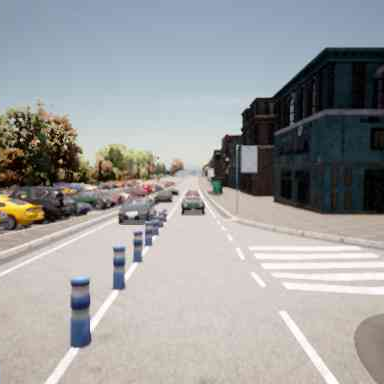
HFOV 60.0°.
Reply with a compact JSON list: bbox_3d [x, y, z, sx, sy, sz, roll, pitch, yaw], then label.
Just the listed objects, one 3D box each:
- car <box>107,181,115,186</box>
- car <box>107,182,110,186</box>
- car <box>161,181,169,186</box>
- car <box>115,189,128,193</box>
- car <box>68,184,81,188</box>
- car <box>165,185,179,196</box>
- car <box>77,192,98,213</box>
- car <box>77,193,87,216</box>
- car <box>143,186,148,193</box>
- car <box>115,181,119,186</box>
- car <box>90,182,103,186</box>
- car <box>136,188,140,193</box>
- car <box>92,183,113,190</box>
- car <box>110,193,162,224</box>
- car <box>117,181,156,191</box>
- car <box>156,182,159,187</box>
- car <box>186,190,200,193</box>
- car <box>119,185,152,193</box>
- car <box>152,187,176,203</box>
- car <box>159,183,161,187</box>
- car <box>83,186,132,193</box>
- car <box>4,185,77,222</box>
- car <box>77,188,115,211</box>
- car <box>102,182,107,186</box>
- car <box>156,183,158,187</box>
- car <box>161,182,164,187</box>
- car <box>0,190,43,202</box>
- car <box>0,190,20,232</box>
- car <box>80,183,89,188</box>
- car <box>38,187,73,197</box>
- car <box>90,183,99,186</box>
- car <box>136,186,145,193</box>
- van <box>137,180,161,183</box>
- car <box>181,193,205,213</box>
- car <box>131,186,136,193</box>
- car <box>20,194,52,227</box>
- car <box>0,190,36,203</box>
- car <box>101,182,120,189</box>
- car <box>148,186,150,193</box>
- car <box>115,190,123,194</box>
[{"bbox_3d":[-22.472,-1.452,80.573,5.566,2.045,2.435,0,3,1],"label":"car"},{"bbox_3d":[-22.553,-1.037,77.803,4.792,1.488,2.163,0,3,1],"label":"car"},{"bbox_3d":[-9.210,-1.334,83.274,5.366,1.575,1.946,0,3,1],"label":"car"},{"bbox_3d":[-9.847,0.765,35.984,4.792,1.488,2.163,0,2,1],"label":"car"},{"bbox_3d":[-22.884,-0.134,58.333,5.366,1.575,1.946,0,3,1],"label":"car"},{"bbox_3d":[-3.276,-0.089,59.079,1.895,1.301,4.718,0,3,1],"label":"car"},{"bbox_3d":[-9.888,0.995,24.829,4.792,1.488,2.163,0,1,1],"label":"car"},{"bbox_3d":[-9.936,0.998,22.050,4.892,1.521,2.231,0,1,1],"label":"car"},{"bbox_3d":[-9.689,0.256,49.908,5.008,1.535,2.097,0,2,1],"label":"car"},{"bbox_3d":[-22.420,-1.609,88.929,5.008,1.535,2.097,0,3,1],"label":"car"},{"bbox_3d":[-22.580,-0.798,72.240,5.008,1.535,2.097,0,3,1],"label":"car"},{"bbox_3d":[-9.746,0.513,44.336,4.674,1.452,2.002,0,2,1],"label":"car"},{"bbox_3d":[-22.444,-1.462,83.360,4.553,1.767,2.185,0,3,1],"label":"car"},{"bbox_3d":[-3.357,1.055,20.927,2.128,1.511,4.902,0,1,0],"label":"car"},{"bbox_3d":[-9.647,-0.377,58.243,5.566,2.045,2.435,0,3,1],"label":"car"},{"bbox_3d":[-9.514,-0.645,66.464,4.553,1.767,2.185,0,3,1],"label":"car"},{"bbox_3d":[0.087,0.444,45.510,1.994,1.385,4.181,0,2,0],"label":"car"},{"bbox_3d":[-9.641,0.047,55.477,4.674,1.452,2.002,0,3,1],"label":"car"},{"bbox_3d":[-3.350,0.525,40.655,1.882,1.535,5.008,0,2,0],"label":"car"},{"bbox_3d":[-9.526,-0.658,69.375,4.892,1.521,2.231,0,3,1],"label":"car"},{"bbox_3d":[-9.824,0.532,38.766,4.553,1.767,2.185,0,2,1],"label":"car"},{"bbox_3d":[-9.996,0.766,19.259,5.566,2.045,2.435,0,0,1],"label":"car"},{"bbox_3d":[-9.836,0.742,30.407,4.553,1.767,2.185,0,1,1],"label":"car"},{"bbox_3d":[-22.556,-0.931,75.022,4.892,1.521,2.231,0,3,1],"label":"car"},{"bbox_3d":[-9.755,-0.396,63.817,5.366,1.575,1.946,0,3,1],"label":"car"},{"bbox_3d":[-9.475,-0.927,74.935,5.008,1.535,2.097,0,3,1],"label":"car"},{"bbox_3d":[-22.830,0.472,44.281,5.008,1.535,2.097,0,2,1],"label":"car"},{"bbox_3d":[-10.048,0.906,13.688,4.553,1.767,2.185,0,0,1],"label":"car"},{"bbox_3d":[-22.646,-0.515,61.101,5.566,2.045,2.435,0,3,1],"label":"car"},{"bbox_3d":[-22.720,0.008,55.427,5.008,1.535,2.097,0,3,1],"label":"car"},{"bbox_3d":[-22.602,-0.624,69.460,4.674,1.452,2.002,0,3,1],"label":"car"},{"bbox_3d":[-9.712,0.368,47.121,5.008,1.535,2.097,0,2,0],"label":"car"},{"bbox_3d":[-9.612,-1.018,72.145,4.442,1.987,1.878,0,3,1],"label":"van"},{"bbox_3d":[0.090,1.001,27.791,1.895,1.301,4.718,0,1,0],"label":"car"},{"bbox_3d":[-9.800,0.444,41.545,4.553,1.767,2.185,0,2,1],"label":"car"},{"bbox_3d":[-9.987,1.030,16.467,5.008,1.535,2.097,0,0,1],"label":"car"},{"bbox_3d":[-22.664,0.565,41.491,5.366,1.575,1.946,0,2,1],"label":"car"},{"bbox_3d":[-22.369,-1.871,91.704,4.553,1.767,2.185,0,3,1],"label":"car"},{"bbox_3d":[-9.640,0.165,52.694,4.792,1.488,2.163,0,3,1],"label":"car"},{"bbox_3d":[-9.814,0.835,33.197,4.792,1.488,2.163,0,1,1],"label":"car"}]
